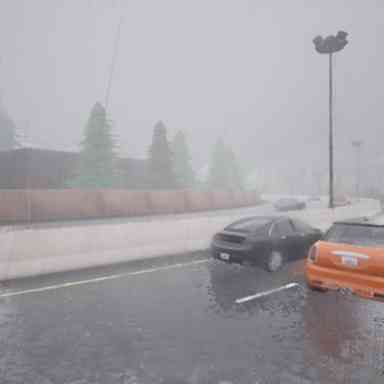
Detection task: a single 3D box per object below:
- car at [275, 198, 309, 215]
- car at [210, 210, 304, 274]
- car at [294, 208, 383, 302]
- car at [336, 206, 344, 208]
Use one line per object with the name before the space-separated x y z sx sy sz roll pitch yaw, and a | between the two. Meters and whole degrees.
car | 10.574 1.459 34.912 1.882 1.535 5.008 0 0 35
car | 2.740 1.503 10.674 4.892 1.490 1.837 0 0 -40
car | 4.653 1.337 7.742 4.553 1.767 2.097 0 0 -40
car | 17.058 1.303 38.356 2.097 1.767 4.553 0 0 32
